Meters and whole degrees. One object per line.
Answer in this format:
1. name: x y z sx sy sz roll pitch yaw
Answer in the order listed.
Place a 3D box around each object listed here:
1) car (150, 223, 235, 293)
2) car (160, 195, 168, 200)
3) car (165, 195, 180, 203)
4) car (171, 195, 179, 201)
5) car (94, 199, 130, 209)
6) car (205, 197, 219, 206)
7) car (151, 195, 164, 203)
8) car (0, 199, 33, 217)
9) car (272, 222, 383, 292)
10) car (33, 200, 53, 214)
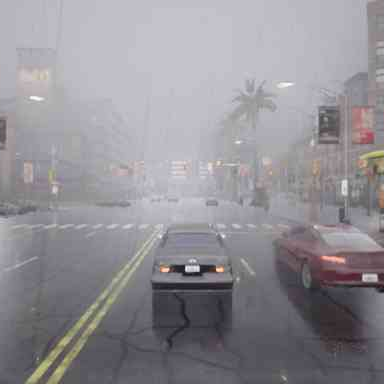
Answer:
1. car: 0.000 1.549 9.007 2.033 1.411 5.357 0 0 0
2. car: -7.881 1.610 95.228 1.895 1.301 4.718 0 0 -1
3. car: -4.135 1.492 71.765 1.882 1.535 5.008 0 0 -1
4. car: -4.223 1.540 81.649 1.812 1.442 4.674 0 0 -1
5. car: -10.959 1.610 45.604 4.718 1.301 1.895 0 0 17
6. car: 3.131 1.536 53.368 1.812 1.442 4.674 0 0 -1
7. car: -7.630 1.538 71.226 1.812 1.442 4.674 0 0 -1
8. car: -17.518 1.571 30.842 4.181 1.385 1.994 0 0 3
9. car: 3.499 1.527 8.851 1.812 1.442 4.674 0 0 0
10. car: -17.195 1.500 34.761 4.902 1.511 2.128 0 0 -3
